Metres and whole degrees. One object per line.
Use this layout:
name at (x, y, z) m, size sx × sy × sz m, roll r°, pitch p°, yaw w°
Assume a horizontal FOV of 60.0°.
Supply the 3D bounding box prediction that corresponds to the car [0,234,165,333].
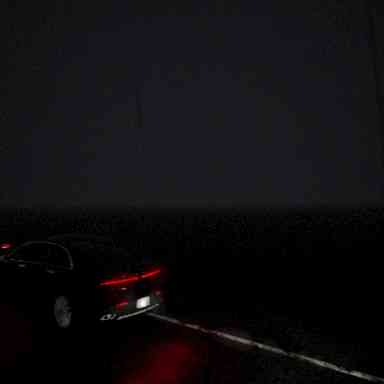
car at (-2.781, 1.685, 7.210) m, size 4.892 × 1.490 × 1.837 m, roll -1°, pitch -2°, yaw 37°
